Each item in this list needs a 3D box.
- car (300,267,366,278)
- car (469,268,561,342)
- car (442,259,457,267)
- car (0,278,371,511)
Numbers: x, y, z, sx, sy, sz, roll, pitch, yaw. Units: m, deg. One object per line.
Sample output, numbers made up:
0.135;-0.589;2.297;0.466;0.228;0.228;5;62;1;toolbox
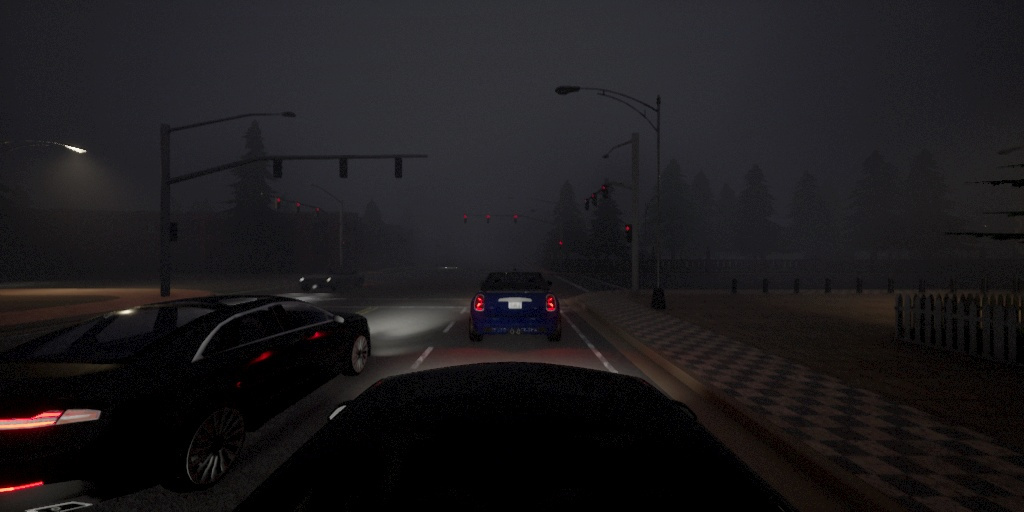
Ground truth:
-10.510;1.335;21.309;1.895;1.301;4.718;0;0;0;car
0.076;1.094;9.947;2.097;1.767;4.553;0;0;0;car
-10.527;1.122;60.621;1.994;1.385;4.181;0;0;0;car
-3.444;1.239;4.519;2.128;1.511;4.902;0;0;0;car
